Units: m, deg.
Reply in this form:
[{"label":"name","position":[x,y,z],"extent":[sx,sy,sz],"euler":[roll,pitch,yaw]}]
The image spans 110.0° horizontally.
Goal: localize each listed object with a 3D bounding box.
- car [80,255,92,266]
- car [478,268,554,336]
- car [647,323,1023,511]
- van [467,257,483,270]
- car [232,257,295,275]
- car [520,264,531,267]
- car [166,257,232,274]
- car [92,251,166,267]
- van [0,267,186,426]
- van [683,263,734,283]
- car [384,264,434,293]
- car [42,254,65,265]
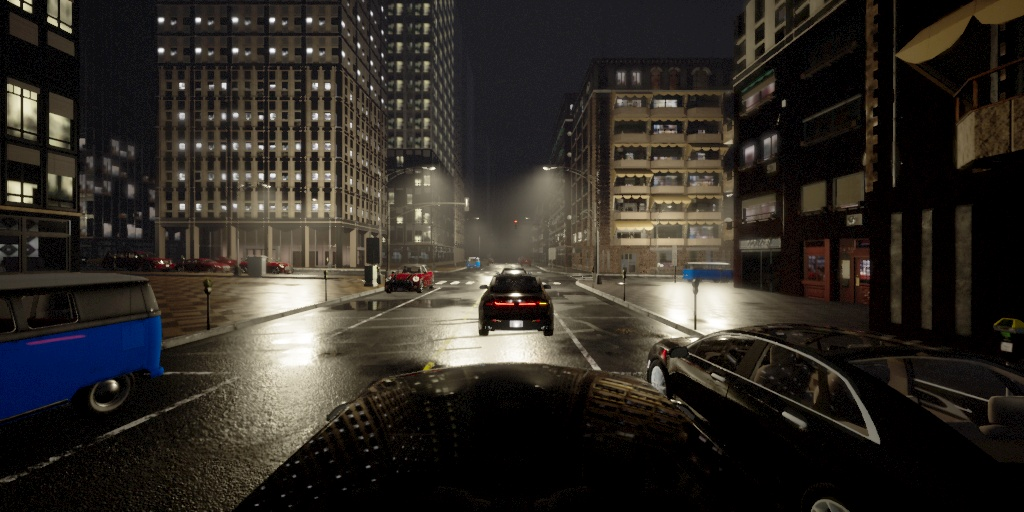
[{"label":"car","position":[-43.696,0.466,39.327],"extent":[4.829,1.417,1.751],"euler":[0,0,0]},{"label":"car","position":[0.102,1.255,10.364],"extent":[1.837,1.490,4.892],"euler":[0,0,0]},{"label":"car","position":[2.692,1.300,3.280],"extent":[2.007,1.370,4.403],"euler":[0,0,0]},{"label":"van","position":[-5.686,1.105,52.701],"extent":[1.690,1.789,3.998],"euler":[0,0,0]},{"label":"car","position":[-21.144,0.822,30.995],"extent":[4.097,1.591,1.967],"euler":[0,0,0]},{"label":"car","position":[0.102,1.316,19.157],"extent":[1.994,1.385,4.181],"euler":[0,0,0]},{"label":"car","position":[-26.718,0.857,30.983],"extent":[4.207,1.307,1.802],"euler":[0,0,0]},{"label":"car","position":[-32.292,0.482,30.971],"extent":[5.009,1.841,2.192],"euler":[0,0,0]},{"label":"van","position":[-5.688,1.091,3.281],"extent":[1.690,1.789,3.998],"euler":[0,0,0]},{"label":"van","position":[16.915,1.457,30.943],"extent":[3.998,1.789,1.690],"euler":[0,0,0]},{"label":"car","position":[-5.688,1.192,20.227],"extent":[1.967,1.591,4.097],"euler":[0,0,0]},{"label":"car","position":[-49.102,0.399,39.315],"extent":[4.313,1.339,1.948],"euler":[0,0,0]}]
